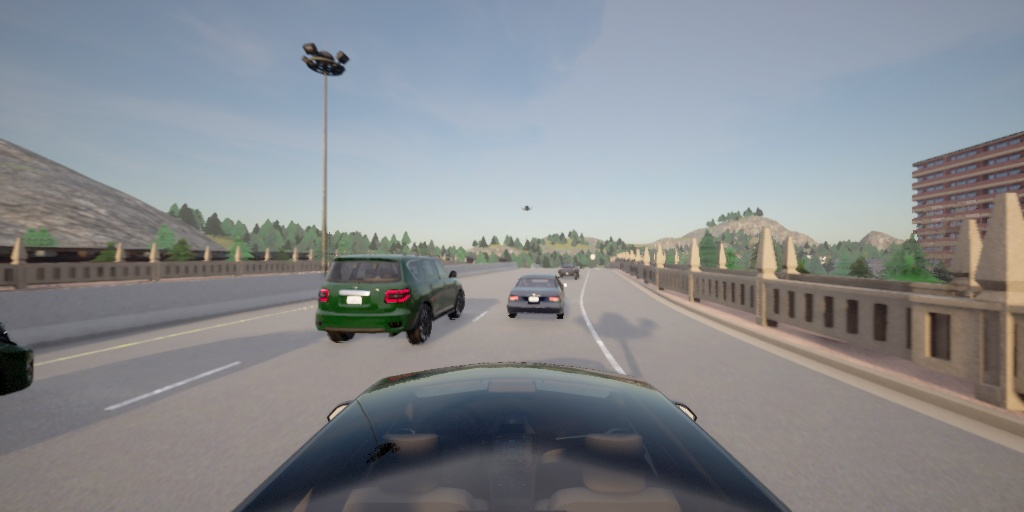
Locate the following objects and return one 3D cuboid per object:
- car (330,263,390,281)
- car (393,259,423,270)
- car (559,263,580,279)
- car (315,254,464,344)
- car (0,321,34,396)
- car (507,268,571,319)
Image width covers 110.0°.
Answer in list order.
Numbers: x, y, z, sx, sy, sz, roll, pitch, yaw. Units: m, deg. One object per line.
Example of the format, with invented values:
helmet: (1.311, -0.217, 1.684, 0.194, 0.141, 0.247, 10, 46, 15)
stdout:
car: (-13.217, 1.331, 31.644, 2.033, 1.411, 5.357, 0, 0, 13)
car: (-13.423, 1.040, 46.593, 1.994, 1.385, 4.181, 0, 0, 13)
car: (5.493, 1.381, 34.527, 2.128, 1.511, 4.902, 0, 0, 13)
car: (-2.888, 0.984, 9.806, 2.150, 2.045, 5.566, 0, 0, 5)
car: (-6.858, 0.934, 1.841, 2.150, 2.045, 5.566, 0, -1, 1)
car: (1.008, 1.341, 13.150, 2.033, 1.411, 5.357, 0, 0, 8)
